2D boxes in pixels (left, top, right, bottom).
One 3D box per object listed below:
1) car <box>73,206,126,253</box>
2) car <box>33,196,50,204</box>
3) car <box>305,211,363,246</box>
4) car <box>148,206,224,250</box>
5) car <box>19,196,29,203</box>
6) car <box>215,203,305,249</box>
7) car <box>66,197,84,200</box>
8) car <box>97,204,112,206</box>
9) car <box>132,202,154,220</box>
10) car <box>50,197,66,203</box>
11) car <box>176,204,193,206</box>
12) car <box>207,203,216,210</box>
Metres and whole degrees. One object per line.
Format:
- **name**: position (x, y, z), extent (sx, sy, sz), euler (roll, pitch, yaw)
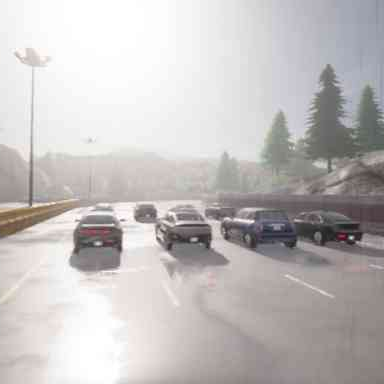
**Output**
- **car**: position (-3.901, 1.561, 14.098), extent (1.837, 1.490, 4.892), euler (1, 0, -14)
- **car**: position (-30.414, 1.608, 68.923), extent (1.837, 1.490, 4.892), euler (1, 0, -1)
- **car**: position (6.277, 1.711, 16.675), extent (1.837, 1.490, 4.892), euler (1, 0, -14)
- **car**: position (-0.507, 1.596, 14.953), extent (2.128, 1.511, 4.902), euler (1, 0, -14)
- **car**: position (-33.923, 1.591, 69.127), extent (1.812, 1.442, 4.674), euler (1, 0, 1)
- **car**: position (2.939, 1.503, 15.604), extent (2.097, 1.767, 4.553), euler (1, -1, -14)
- **car**: position (-23.425, 1.739, 68.517), extent (2.033, 1.411, 5.357), euler (1, 0, -1)
- **car**: position (-7.570, 1.677, 28.640), extent (1.994, 1.385, 4.181), euler (1, 0, -14)
- **car**: position (-4.180, 1.670, 29.509), extent (1.837, 1.490, 4.892), euler (1, 0, -14)
- **car**: position (-26.920, 1.748, 68.690), extent (1.895, 1.301, 4.718), euler (1, 0, -1)
- **car**: position (-0.714, 1.759, 30.057), extent (2.033, 1.411, 5.357), euler (1, 0, -14)
- **car**: position (2.609, 1.755, 31.212), extent (2.128, 1.511, 4.902), euler (1, 0, -14)
